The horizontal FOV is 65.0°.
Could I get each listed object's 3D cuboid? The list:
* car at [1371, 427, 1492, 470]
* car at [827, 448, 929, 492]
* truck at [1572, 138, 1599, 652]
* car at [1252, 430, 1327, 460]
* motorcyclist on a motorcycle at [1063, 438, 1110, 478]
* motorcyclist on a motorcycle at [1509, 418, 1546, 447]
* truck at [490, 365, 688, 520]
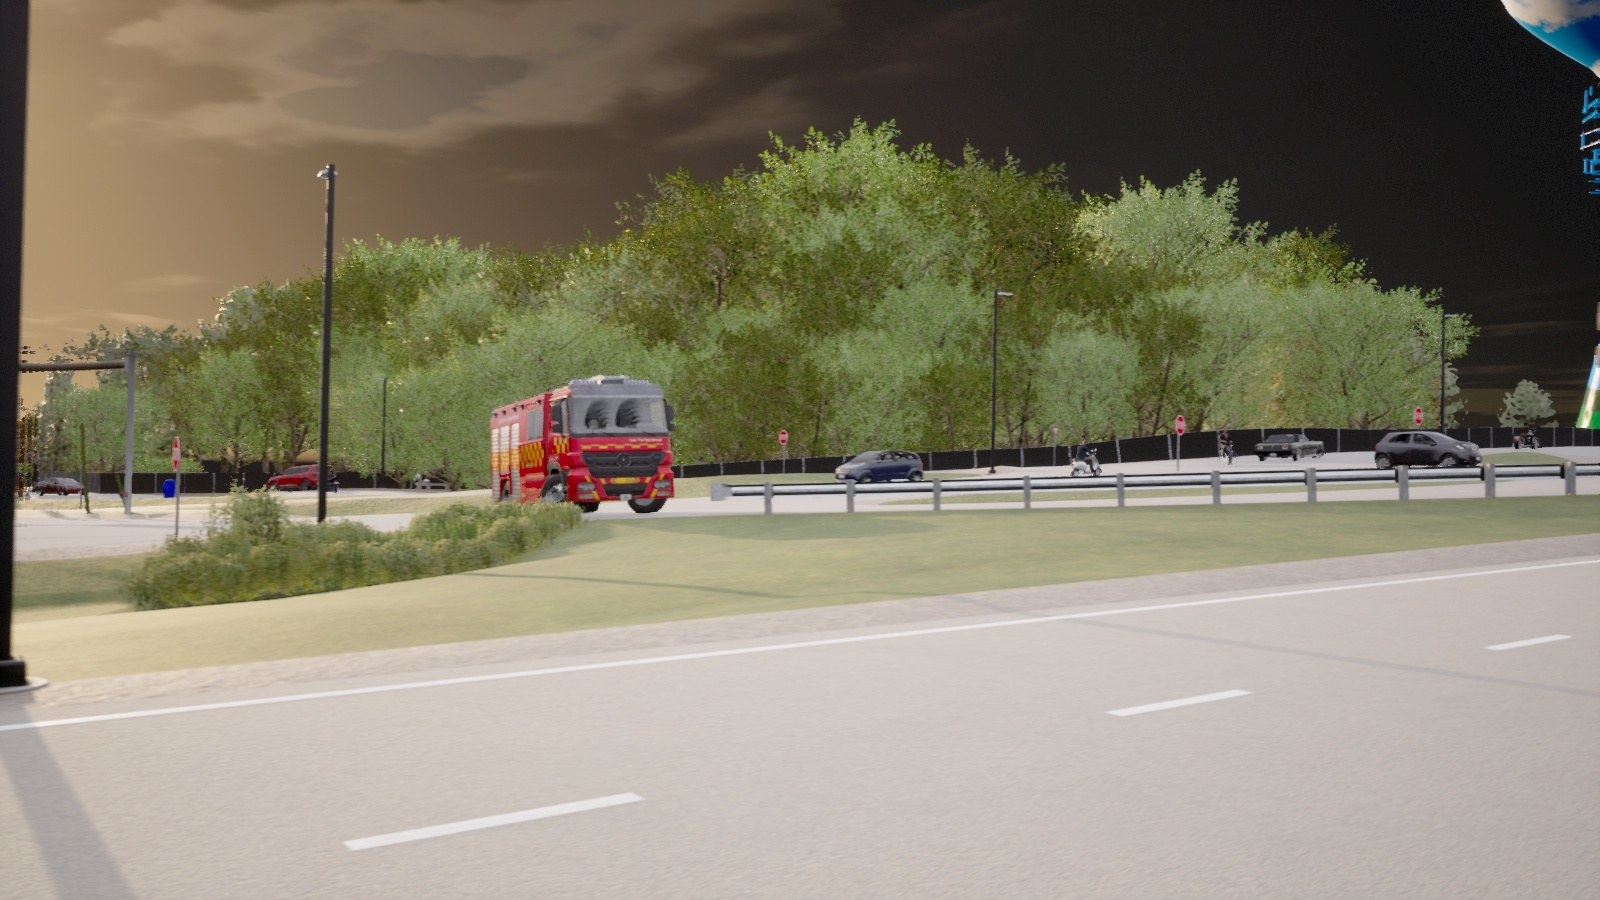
[{"bbox_3d":[23.942,-0.057,47.709,1.845,1.501,3.633,-3,1,-37],"label":"car"},{"bbox_3d":[3.157,0.772,50.646,3.705,1.549,1.789,-3,2,-34],"label":"car"},{"bbox_3d":[10.145,-0.415,10.723,8.468,3.827,2.891,0,0,-35],"label":"truck"},{"bbox_3d":[24.174,-0.251,61.906,1.895,1.301,4.718,-1,2,42],"label":"car"},{"bbox_3d":[11.944,0.325,52.353,1.817,1.590,0.866,-4,2,-34],"label":"motorcyclist on a motorcycle"},{"bbox_3d":[42.443,-1.004,73.244,2.350,1.649,0.766,0,1,-31],"label":"motorcyclist on a motorcycle"},{"bbox_3d":[-6.257,-0.019,35.758,2.891,3.827,8.468,-1,-2,-28],"label":"truck"}]
